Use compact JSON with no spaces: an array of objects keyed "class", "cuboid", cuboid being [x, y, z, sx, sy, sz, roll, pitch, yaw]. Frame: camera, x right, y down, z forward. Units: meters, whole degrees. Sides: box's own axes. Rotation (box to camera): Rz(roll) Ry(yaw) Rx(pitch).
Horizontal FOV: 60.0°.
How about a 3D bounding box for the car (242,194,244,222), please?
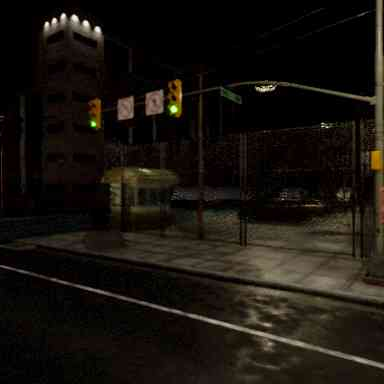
[{"class":"car","cuboid":[5.353,1.212,22.699,4.553,1.767,2.185,0,0,35]}]
